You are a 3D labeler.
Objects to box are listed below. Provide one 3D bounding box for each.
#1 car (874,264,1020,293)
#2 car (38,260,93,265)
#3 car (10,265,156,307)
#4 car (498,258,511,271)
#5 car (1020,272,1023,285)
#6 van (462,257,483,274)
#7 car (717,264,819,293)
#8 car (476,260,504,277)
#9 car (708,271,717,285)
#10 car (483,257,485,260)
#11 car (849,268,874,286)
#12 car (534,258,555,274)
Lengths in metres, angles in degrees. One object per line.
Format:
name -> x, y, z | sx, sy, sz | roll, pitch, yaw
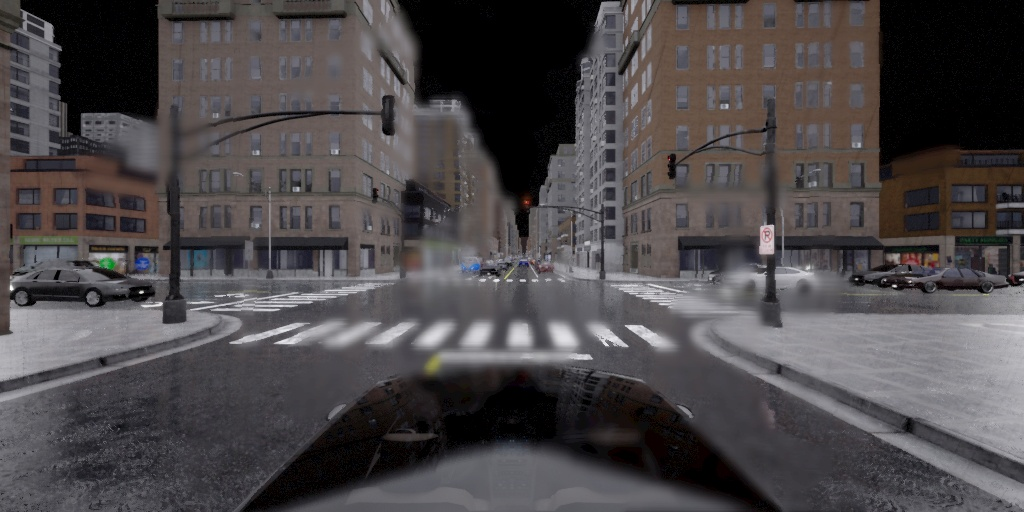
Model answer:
car -> 24.374, 1.326, 20.275 | 5.357, 1.411, 2.033 | 0, 0, 2
car -> -31.899, 1.081, 25.180 | 4.553, 1.767, 2.097 | 0, 0, 2
car -> -17.632, 1.239, 14.806 | 4.892, 1.490, 1.837 | 0, 0, 2
car -> -1.629, 1.343, 49.103 | 1.994, 1.385, 4.181 | 0, 0, 2
car -> 35.065, 1.360, 23.204 | 4.181, 1.385, 1.994 | 0, 0, 2
van -> -4.671, 1.111, 41.175 | 1.690, 1.789, 3.998 | 0, 0, 2
car -> 14.787, 1.291, 20.556 | 4.674, 1.442, 1.812 | 0, 0, 3
car -> -2.111, 1.366, 35.854 | 1.895, 1.301, 4.718 | 0, 0, 2
car -> 15.666, 1.258, 23.783 | 4.902, 1.511, 2.128 | 0, 0, 2
car -> -4.479, 1.091, 46.695 | 2.192, 1.841, 5.009 | 0, 0, 2
car -> 25.083, 1.284, 23.506 | 4.892, 1.490, 1.837 | 0, 0, 2
car -> 3.850, 1.210, 40.883 | 1.967, 1.591, 4.097 | 0, 0, 2
